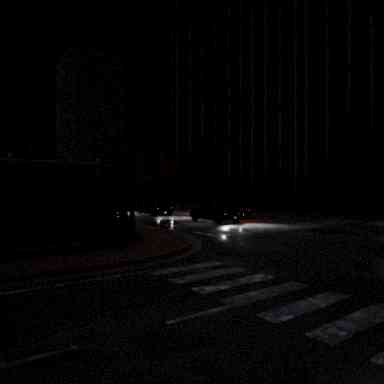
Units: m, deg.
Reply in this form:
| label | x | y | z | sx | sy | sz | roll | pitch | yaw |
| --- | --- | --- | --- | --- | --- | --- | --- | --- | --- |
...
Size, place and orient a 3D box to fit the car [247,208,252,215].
| label | x | y | z | sx | sy | sz | roll | pitch | yaw |
| --- | --- | --- | --- | --- | --- | --- | --- | --- | --- |
| car | 2.914 | 1.553 | 29.231 | 1.895 | 1.301 | 4.718 | 0 | 0 | -36 |

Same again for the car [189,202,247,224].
| label | x | y | z | sx | sy | sz | roll | pitch | yaw |
| --- | --- | --- | --- | --- | --- | --- | --- | --- | --- |
| car | 1.596 | 1.477 | 24.660 | 1.812 | 1.442 | 4.674 | 0 | 0 | -36 |

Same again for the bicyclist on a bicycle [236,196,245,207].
| label | x | y | z | sx | sy | sz | roll | pitch | yaw |
| --- | --- | --- | --- | --- | --- | --- | --- | --- | --- |
| bicyclist on a bicycle | 5.727 | 1.257 | 39.480 | 1.656 | 1.620 | 0.582 | 0 | 0 | -36 |

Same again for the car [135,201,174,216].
| label | x | y | z | sx | sy | sz | roll | pitch | yaw |
| --- | --- | --- | --- | --- | --- | --- | --- | --- | --- |
| car | -3.699 | 1.552 | 32.061 | 1.895 | 1.301 | 4.718 | 0 | 0 | -36 |
